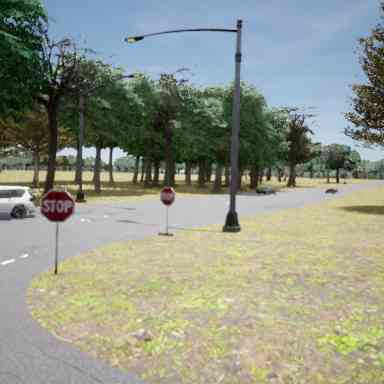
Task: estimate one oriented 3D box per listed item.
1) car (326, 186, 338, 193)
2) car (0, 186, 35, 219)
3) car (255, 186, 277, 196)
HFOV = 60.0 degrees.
[{"bbox_3d":[27.610,-0.503,65.350,1.895,1.301,4.718,4,4,28],"label":"car"},{"bbox_3d":[-12.004,0.716,19.163,2.150,2.045,5.566,4,4,35],"label":"car"},{"bbox_3d":[11.564,-0.181,52.228,1.895,1.301,4.718,4,4,35],"label":"car"}]
